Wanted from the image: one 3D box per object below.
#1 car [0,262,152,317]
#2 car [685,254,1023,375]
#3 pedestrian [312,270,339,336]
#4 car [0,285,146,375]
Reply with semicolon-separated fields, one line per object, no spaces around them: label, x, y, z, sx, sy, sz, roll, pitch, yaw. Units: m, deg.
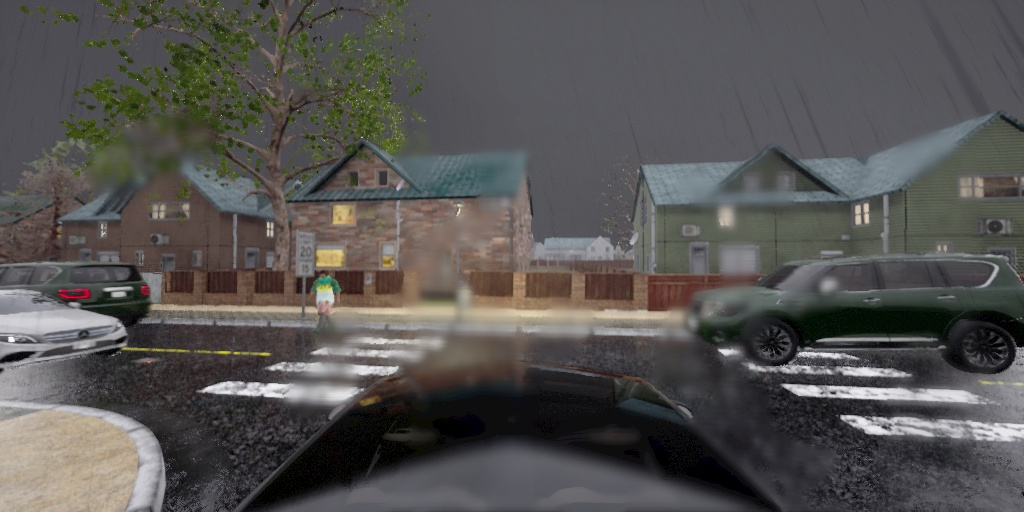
car;-13.762;1.205;10.554;5.566;2.045;2.150;-1;-2;9
car;6.642;1.028;7.348;5.566;2.045;2.150;-2;-2;9
pedestrian;-5.254;1.227;10.090;0.375;1.860;0.375;0;-1;9
car;-10.209;1.390;7.001;4.674;1.442;1.812;-1;-2;9
